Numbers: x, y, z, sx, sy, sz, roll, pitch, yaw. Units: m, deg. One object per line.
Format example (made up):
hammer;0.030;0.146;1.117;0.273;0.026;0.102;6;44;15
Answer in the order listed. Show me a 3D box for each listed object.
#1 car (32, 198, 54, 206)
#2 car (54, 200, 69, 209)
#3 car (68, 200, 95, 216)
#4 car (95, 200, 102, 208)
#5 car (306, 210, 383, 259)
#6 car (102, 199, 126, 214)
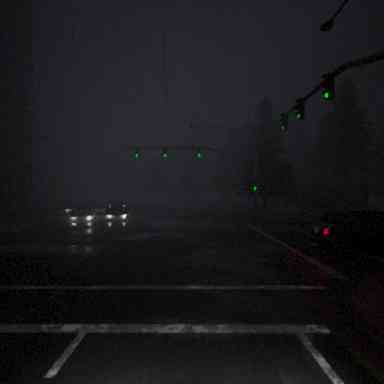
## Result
car;-27.741;1.865;62.441;5.008;1.535;1.882;0;-1;28
car;-18.871;1.876;50.394;1.994;1.385;4.181;0;-1;-40
car;-11.867;1.727;36.086;1.837;1.490;4.892;0;0;-13
car;-15.144;1.919;51.427;1.895;1.301;4.718;0;0;-38
car;6.857;1.489;12.695;4.553;1.767;2.097;0;0;0
car;-8.868;1.593;38.534;2.097;1.767;4.553;0;-1;-18
